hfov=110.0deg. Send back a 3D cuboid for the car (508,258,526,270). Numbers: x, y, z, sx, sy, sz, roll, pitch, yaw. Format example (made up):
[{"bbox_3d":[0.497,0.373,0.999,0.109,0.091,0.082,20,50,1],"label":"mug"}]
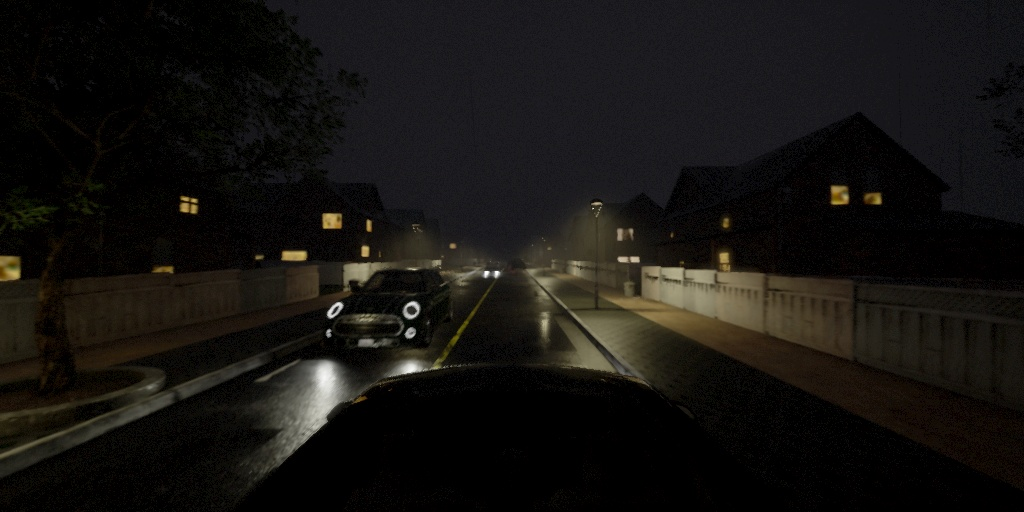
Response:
[{"bbox_3d":[0.935,1.147,52.625,2.097,1.767,4.553,-2,0,0],"label":"car"}]

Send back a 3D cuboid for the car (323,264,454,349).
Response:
[{"bbox_3d":[-2.848,1.108,9.249,2.097,1.767,4.553,0,0,0],"label":"car"}]

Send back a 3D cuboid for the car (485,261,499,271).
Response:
[{"bbox_3d":[-2.813,1.423,51.010,1.895,1.301,4.718,0,0,0],"label":"car"}]
